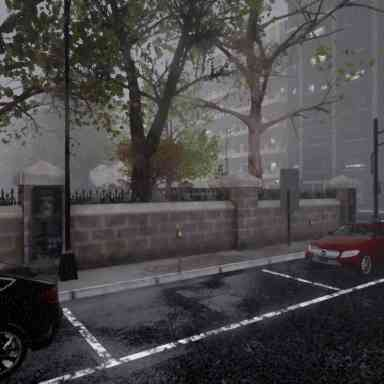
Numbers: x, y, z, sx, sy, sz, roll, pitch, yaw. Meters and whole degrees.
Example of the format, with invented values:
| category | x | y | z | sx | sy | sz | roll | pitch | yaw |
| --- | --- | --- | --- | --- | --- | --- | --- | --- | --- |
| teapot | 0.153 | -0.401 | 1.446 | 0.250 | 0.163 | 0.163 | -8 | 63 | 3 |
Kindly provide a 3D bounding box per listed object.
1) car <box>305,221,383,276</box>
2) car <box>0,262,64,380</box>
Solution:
| category | x | y | z | sx | sy | sz | roll | pitch | yaw |
| --- | --- | --- | --- | --- | --- | --- | --- | --- | --- |
| car | 5.279 | 1.581 | 10.232 | 4.206 | 1.307 | 1.802 | 0 | 0 | -35 |
| car | -3.791 | 1.566 | 3.886 | 4.313 | 1.339 | 1.947 | 0 | 0 | -35 |
